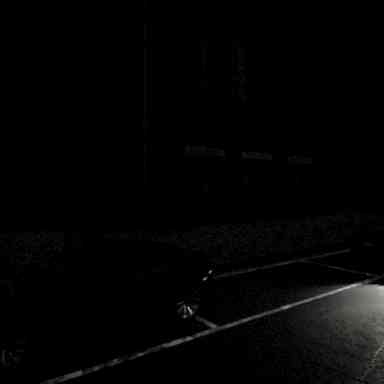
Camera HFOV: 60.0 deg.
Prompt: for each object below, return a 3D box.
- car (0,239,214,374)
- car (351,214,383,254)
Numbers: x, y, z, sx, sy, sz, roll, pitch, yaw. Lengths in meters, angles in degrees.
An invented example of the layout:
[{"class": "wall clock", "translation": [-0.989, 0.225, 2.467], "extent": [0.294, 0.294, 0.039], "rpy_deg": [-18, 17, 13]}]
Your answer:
[{"class": "car", "translation": [-1.576, 1.553, 5.631], "extent": [4.313, 1.339, 1.947], "rpy_deg": [0, 1, -35]}, {"class": "car", "translation": [7.582, 1.454, 12.164], "extent": [4.507, 1.381, 1.887], "rpy_deg": [0, 1, -35]}]
